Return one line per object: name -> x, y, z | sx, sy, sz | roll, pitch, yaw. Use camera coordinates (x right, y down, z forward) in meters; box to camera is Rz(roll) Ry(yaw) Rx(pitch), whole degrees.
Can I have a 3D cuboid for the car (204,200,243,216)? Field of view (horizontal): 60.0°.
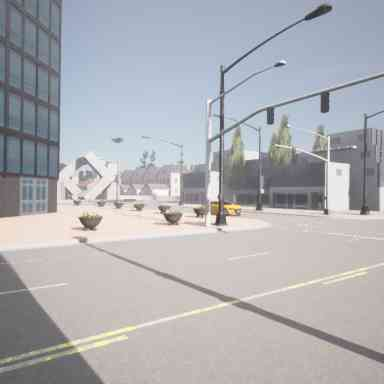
car -> 2.991, 1.564, 33.674 | 1.882, 1.535, 5.008 | 1, -1, -35
